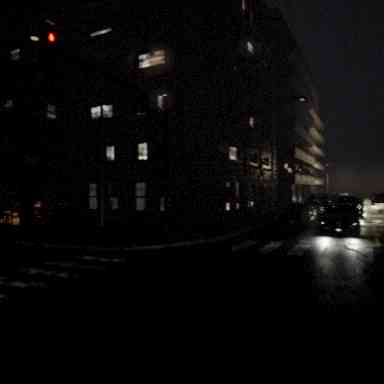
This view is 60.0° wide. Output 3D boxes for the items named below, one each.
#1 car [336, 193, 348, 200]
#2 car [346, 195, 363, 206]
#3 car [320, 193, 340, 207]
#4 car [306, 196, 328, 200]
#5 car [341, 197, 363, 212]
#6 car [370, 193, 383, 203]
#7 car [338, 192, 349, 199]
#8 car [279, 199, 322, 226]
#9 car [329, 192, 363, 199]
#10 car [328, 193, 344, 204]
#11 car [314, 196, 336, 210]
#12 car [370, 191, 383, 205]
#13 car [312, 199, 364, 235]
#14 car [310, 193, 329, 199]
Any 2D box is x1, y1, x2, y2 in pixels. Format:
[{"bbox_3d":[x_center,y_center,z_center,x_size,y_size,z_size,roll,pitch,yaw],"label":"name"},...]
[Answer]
[{"bbox_3d":[30.228,0.860,66.817,2.008,1.369,4.403,0,0,27],"label":"car"},{"bbox_3d":[21.449,1.123,43.848,1.895,1.301,4.718,0,0,27],"label":"car"},{"bbox_3d":[17.242,1.007,41.548,1.967,1.590,4.097,0,0,27],"label":"car"},{"bbox_3d":[9.373,1.253,26.236,1.752,1.417,4.829,0,0,27],"label":"car"},{"bbox_3d":[16.715,1.219,34.657,1.895,1.301,4.718,0,0,27],"label":"car"},{"bbox_3d":[29.548,0.883,53.041,1.882,1.535,5.008,0,0,27],"label":"car"},{"bbox_3d":[32.826,0.809,71.872,2.008,1.369,4.403,0,0,27],"label":"car"},{"bbox_3d":[6.854,1.346,21.333,1.947,1.339,4.313,0,0,27],"label":"car"},{"bbox_3d":[12.307,1.060,26.230,2.097,1.767,4.553,0,0,27],"label":"car"},{"bbox_3d":[22.437,0.903,51.656,1.967,1.590,4.097,0,0,27],"label":"car"},{"bbox_3d":[14.568,1.146,36.343,1.752,1.417,4.829,0,0,27],"label":"car"},{"bbox_3d":[25.038,0.847,44.266,2.097,1.767,4.553,0,0,27],"label":"car"},{"bbox_3d":[7.973,1.345,17.799,2.033,1.411,5.357,0,0,27],"label":"car"},{"bbox_3d":[12.047,0.988,31.439,2.192,1.841,5.009,0,0,27],"label":"car"}]
